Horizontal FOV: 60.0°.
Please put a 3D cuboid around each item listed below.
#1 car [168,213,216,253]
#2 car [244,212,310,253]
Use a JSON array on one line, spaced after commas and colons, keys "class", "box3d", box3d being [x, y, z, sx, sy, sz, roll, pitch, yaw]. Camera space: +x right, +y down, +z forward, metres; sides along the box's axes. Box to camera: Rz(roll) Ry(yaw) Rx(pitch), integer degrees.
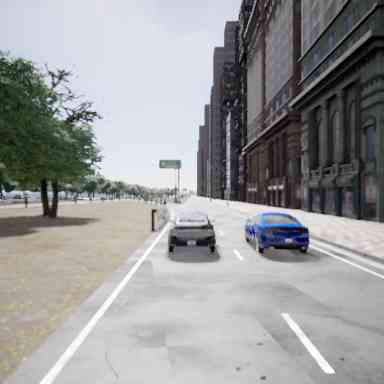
[{"class": "car", "box3d": [0.000, 1.627, 14.300, 2.128, 1.511, 4.902, 0, 0, 0]}, {"class": "car", "box3d": [3.500, 1.614, 14.482, 1.882, 1.535, 5.008, 0, 0, 0]}]
